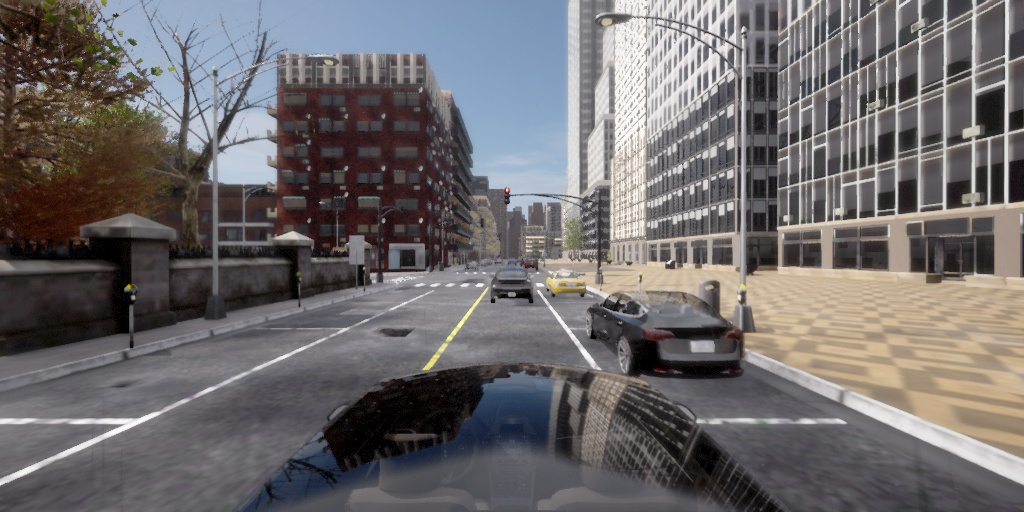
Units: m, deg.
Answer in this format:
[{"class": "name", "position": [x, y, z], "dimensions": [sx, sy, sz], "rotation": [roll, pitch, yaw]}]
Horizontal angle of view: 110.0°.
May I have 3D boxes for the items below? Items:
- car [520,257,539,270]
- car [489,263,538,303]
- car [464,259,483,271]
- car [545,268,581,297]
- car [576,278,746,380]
[{"class": "car", "position": [2.689, 1.090, 50.805], "dimensions": [2.192, 1.841, 5.009], "rotation": [0, 0, 0]}, {"class": "car", "position": [0.000, 1.267, 16.501], "dimensions": [1.837, 1.490, 4.892], "rotation": [0, 0, 0]}, {"class": "car", "position": [-5.691, 1.326, 50.805], "dimensions": [2.007, 1.370, 4.403], "rotation": [0, 0, 0]}, {"class": "car", "position": [2.689, 1.276, 18.563], "dimensions": [1.751, 1.417, 4.829], "rotation": [0, 0, 0]}, {"class": "car", "position": [2.688, 1.313, 7.128], "dimensions": [1.948, 1.339, 4.313], "rotation": [0, 0, 0]}]
